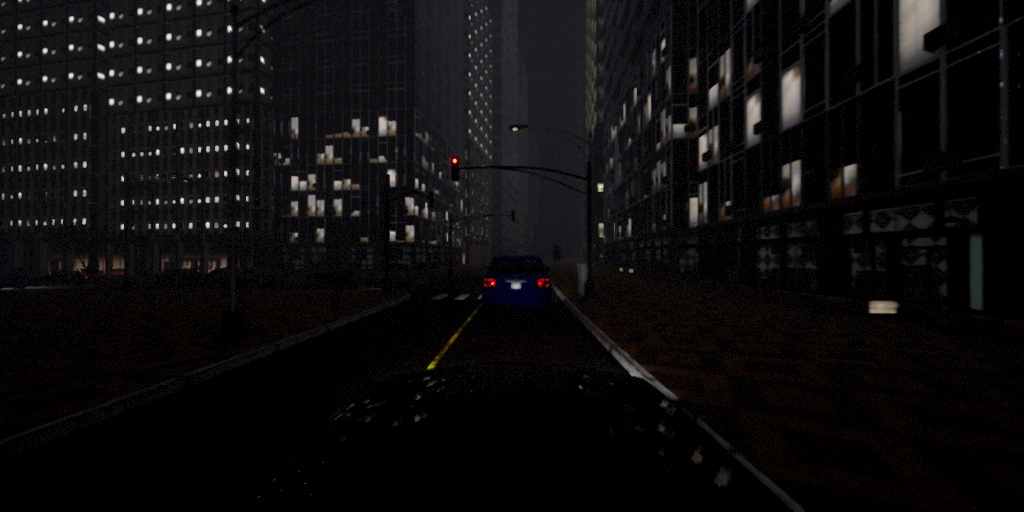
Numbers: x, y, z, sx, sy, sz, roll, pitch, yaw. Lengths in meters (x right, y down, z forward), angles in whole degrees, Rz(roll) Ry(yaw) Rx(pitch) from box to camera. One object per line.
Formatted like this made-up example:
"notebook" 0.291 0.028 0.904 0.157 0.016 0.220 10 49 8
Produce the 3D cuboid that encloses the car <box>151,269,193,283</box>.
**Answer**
"car" -32.877 1.918 35.153 4.313 1.339 1.948 0 0 10

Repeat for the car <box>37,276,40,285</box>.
"car" -44.715 2.046 31.443 4.674 1.442 1.812 -1 -1 11

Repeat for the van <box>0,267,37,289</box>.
"van" -39.890 1.751 27.893 3.998 1.789 1.690 0 0 10

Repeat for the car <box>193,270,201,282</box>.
"car" -27.341 1.819 34.163 4.313 1.339 1.948 0 0 10

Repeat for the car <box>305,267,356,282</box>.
"car" -16.267 1.607 32.182 4.403 1.370 2.007 0 0 10

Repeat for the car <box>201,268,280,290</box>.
"car" -17.743 1.564 23.932 4.403 1.370 2.007 0 0 10

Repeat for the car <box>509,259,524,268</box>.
"car" 0.810 1.252 61.013 2.033 1.411 5.357 0 0 8

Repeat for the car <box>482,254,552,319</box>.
"car" 0.222 0.970 12.936 2.150 2.045 5.566 0 0 2

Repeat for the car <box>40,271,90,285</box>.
"car" -43.333 2.122 34.328 4.718 1.301 1.895 -1 0 11
